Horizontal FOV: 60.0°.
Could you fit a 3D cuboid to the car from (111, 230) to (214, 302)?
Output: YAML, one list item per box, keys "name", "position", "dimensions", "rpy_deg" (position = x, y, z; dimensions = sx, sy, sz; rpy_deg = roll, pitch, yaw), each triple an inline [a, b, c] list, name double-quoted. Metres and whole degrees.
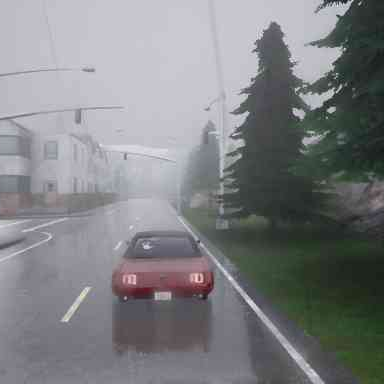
- name: "car"
  position: [-0.706, 1.601, 8.250]
  dimensions: [1.895, 1.301, 4.718]
  rpy_deg: [0, 0, -5]
